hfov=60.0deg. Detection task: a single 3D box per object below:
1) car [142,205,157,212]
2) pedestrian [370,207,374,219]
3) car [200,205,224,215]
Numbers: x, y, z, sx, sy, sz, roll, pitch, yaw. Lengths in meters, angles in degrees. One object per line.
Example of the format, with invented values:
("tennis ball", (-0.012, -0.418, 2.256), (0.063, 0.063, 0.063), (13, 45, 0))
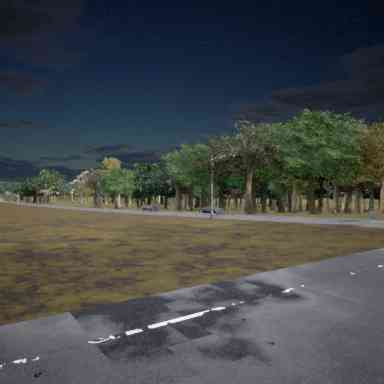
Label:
("car", (-9.217, 3.557, 71.780), (1.837, 1.490, 4.892), (1, -2, -33))
("pedestrian", (19.291, 2.202, 35.573), (0.375, 1.300, 0.375), (-2, 1, -33))
("car", (3.096, 2.880, 53.173), (2.128, 1.511, 4.902), (1, -2, -33))
